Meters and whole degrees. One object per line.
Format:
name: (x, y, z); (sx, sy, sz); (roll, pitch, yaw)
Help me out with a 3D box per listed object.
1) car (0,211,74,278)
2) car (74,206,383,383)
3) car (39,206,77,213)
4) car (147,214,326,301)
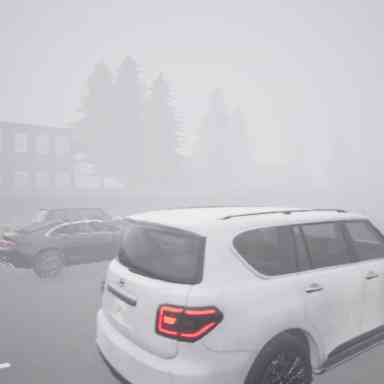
car: (-3.083, 1.491, 10.144); (4.902, 1.511, 2.128); (0, 0, -36)
car: (1.481, 1.223, 4.806); (5.566, 2.045, 2.150); (0, 0, -36)
car: (-4.225, 1.351, 13.632); (4.553, 1.767, 2.097); (0, 0, -36)
car: (1.398, 1.506, 9.046); (4.892, 1.490, 1.837); (0, 0, -36)
